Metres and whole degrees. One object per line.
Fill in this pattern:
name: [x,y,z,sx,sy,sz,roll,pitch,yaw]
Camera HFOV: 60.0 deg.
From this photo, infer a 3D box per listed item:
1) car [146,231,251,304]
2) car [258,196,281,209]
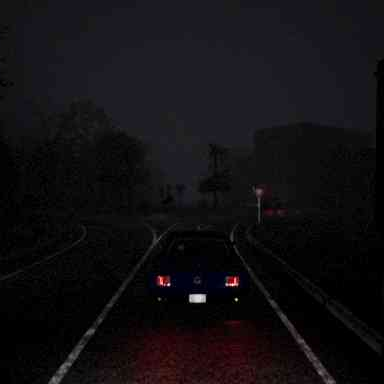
car: [0.148,1.592,8.099,1.895,1.301,4.718,0,0,1]
car: [9.379,1.257,40.631,2.128,1.511,4.902,0,0,-1]
